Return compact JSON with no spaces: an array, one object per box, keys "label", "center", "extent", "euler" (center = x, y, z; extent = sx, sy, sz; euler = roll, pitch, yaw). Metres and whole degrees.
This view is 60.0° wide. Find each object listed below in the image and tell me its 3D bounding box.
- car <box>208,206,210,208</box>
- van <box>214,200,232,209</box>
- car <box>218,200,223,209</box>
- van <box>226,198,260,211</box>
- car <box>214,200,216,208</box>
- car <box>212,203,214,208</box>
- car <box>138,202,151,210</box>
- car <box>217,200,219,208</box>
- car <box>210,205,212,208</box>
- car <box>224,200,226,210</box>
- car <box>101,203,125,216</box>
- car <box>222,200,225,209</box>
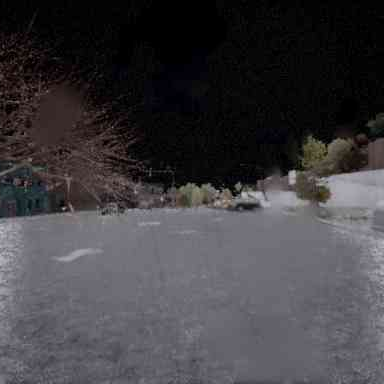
[{"label":"car","center":[8.063,3.338,88.609],"extent":[5.566,2.045,2.435],"euler":[2,-2,-20]},{"label":"van","center":[7.980,3.232,85.608],"extent":[4.442,1.987,1.878],"euler":[2,-2,-20]},{"label":"car","center":[7.908,2.435,58.791],"extent":[5.366,1.575,1.946],"euler":[2,-2,-20]},{"label":"van","center":[7.973,1.883,49.894],"extent":[4.442,1.987,1.878],"euler":[2,-2,-20]},{"label":"car","center":[8.256,2.997,73.807],"extent":[5.366,1.575,1.946],"euler":[2,-3,-20]},{"label":"car","center":[8.089,3.219,79.690],"extent":[5.008,1.535,2.097],"euler":[2,-2,-20]},{"label":"car","center":[-8.865,2.642,63.131],"extent":[1.812,1.442,4.674],"euler":[0,-2,0]},{"label":"car","center":[8.114,2.649,67.799],"extent":[4.553,1.767,2.185],"euler":[2,-2,-20]},{"label":"car","center":[8.112,3.085,82.689],"extent":[5.566,2.045,2.435],"euler":[2,-3,-20]},{"label":"car","center":[8.075,2.262,52.906],"extent":[4.674,1.452,2.002],"euler":[2,-3,-20]},{"label":"car","center":[-8.861,1.890,37.529],"extent":[1.994,1.385,4.181],"euler":[-1,0,0]},{"label":"car","center":[8.083,2.372,55.878],"extent":[4.674,1.452,2.002],"euler":[2,-2,-20]}]
